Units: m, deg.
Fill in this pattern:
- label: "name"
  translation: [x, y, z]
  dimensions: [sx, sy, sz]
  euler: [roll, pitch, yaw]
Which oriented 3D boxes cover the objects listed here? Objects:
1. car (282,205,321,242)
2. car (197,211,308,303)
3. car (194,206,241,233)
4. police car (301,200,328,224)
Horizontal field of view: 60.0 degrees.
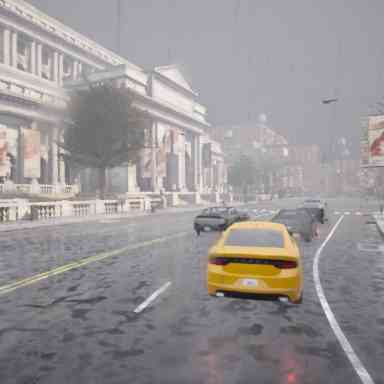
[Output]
- label: "car"
  translation: [5.119, 1.563, 16.687]
  dimensions: [1.994, 1.385, 4.181]
  euler: [0, 0, 26]
- label: "car"
  translation: [1.677, 1.477, 8.380]
  dimensions: [1.882, 1.535, 5.008]
  euler: [0, 0, 15]
- label: "car"
  translation: [1.739, 1.491, 17.726]
  dimensions: [2.128, 1.511, 4.902]
  euler: [0, 0, 25]
- label: "police car"
  translation: [9.105, 1.424, 25.051]
  dimensions: [1.930, 1.638, 5.238]
  euler: [0, 0, 27]
